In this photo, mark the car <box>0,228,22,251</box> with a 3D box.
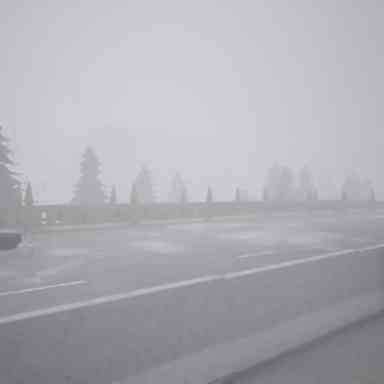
[{"bbox_3d":[-8.342,1.613,10.936,4.718,1.301,1.895,0,0,-36],"label":"car"}]
